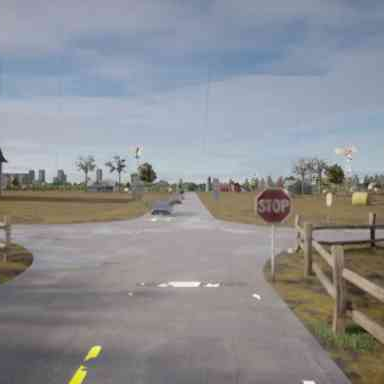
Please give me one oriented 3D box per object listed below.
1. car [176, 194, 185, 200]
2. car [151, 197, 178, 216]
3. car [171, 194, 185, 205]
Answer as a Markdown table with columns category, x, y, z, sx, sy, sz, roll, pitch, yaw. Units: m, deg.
| category | x | y | z | sx | sy | sz | roll | pitch | yaw |
| --- | --- | --- | --- | --- | --- | --- | --- | --- | --- |
| car | -2.702 | 1.195 | 79.770 | 1.994 | 1.385 | 4.181 | 0 | 0 | 0 |
| car | -2.738 | 1.522 | 31.637 | 2.033 | 1.411 | 5.357 | 0 | 0 | 0 |
| car | -2.717 | 1.157 | 54.857 | 2.097 | 1.767 | 4.553 | 0 | 0 | 0 |
